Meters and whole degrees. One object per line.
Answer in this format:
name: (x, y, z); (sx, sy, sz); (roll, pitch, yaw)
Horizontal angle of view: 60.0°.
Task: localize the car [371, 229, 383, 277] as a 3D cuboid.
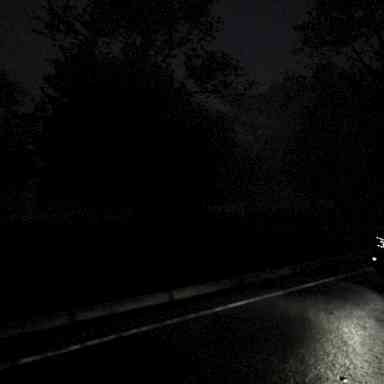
car: (7.100, 1.213, 8.940); (5.566, 2.045, 2.150); (0, 0, -35)
